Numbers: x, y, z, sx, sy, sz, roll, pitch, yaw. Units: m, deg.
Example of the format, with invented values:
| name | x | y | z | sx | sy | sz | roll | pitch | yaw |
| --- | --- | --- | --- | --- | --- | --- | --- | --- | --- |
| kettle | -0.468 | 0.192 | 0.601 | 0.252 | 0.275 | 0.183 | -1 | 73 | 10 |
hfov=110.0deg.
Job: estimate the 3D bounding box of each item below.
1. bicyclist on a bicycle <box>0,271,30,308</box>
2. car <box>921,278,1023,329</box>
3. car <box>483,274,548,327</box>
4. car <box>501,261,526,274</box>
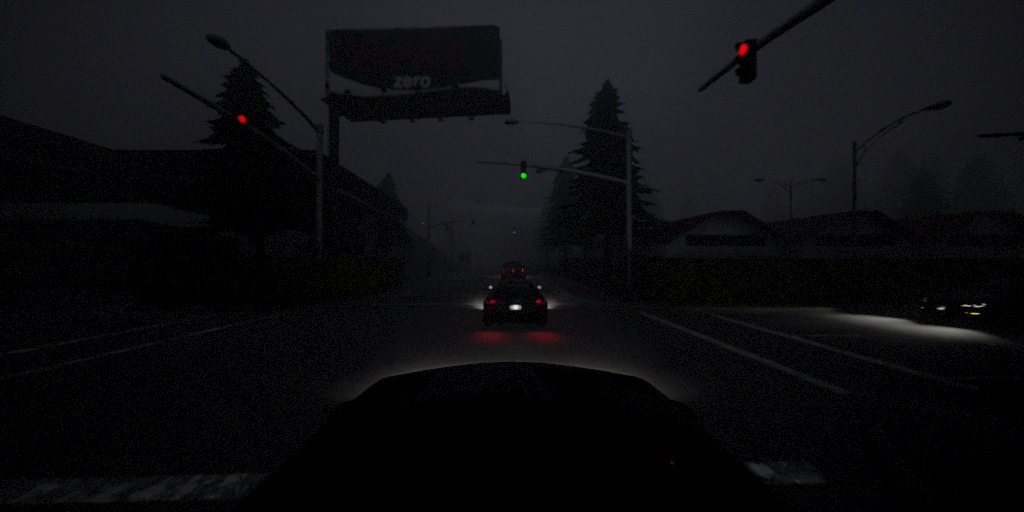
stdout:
| name | x | y | z | sx | sy | sz | roll | pitch | yaw |
| --- | --- | --- | --- | --- | --- | --- | --- | --- | --- |
| bicyclist on a bicycle | -21.752 | 1.447 | 15.350 | 0.582 | 1.620 | 1.656 | 0 | 0 | 0 |
| car | 16.547 | 1.481 | 11.802 | 4.892 | 1.490 | 1.837 | 0 | 0 | 0 |
| car | 0.107 | 1.488 | 12.316 | 1.994 | 1.385 | 4.181 | 0 | -1 | 0 |
| car | 0.115 | 1.208 | 31.513 | 2.097 | 1.767 | 4.553 | 0 | 0 | 0 |
